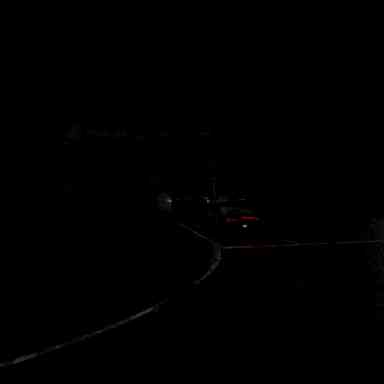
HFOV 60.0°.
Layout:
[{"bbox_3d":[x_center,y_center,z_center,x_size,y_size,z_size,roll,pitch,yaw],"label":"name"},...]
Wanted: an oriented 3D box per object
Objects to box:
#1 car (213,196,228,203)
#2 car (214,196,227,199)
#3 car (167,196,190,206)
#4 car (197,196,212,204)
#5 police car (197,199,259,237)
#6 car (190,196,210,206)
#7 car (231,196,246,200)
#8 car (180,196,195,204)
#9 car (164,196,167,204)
[{"bbox_3d":[5.851,1.526,68.007,1.812,1.442,4.674,0,0,-12],"label":"car"},{"bbox_3d":[4.534,1.601,57.263,1.895,1.301,4.718,0,0,-12],"label":"car"},{"bbox_3d":[-2.286,1.492,55.678,2.128,1.511,4.902,0,0,-12],"label":"car"},{"bbox_3d":[2.426,1.505,67.287,1.837,1.490,4.892,0,0,-12],"label":"car"},{"bbox_3d":[1.978,1.425,18.393,1.930,1.638,5.238,0,0,-12],"label":"police car"},{"bbox_3d":[1.155,1.547,56.326,2.033,1.411,5.357,0,0,-12],"label":"car"},{"bbox_3d":[7.965,1.491,57.956,2.128,1.511,4.902,0,0,-12],"label":"car"},{"bbox_3d":[-0.999,1.547,66.567,2.033,1.411,5.357,0,0,-12],"label":"car"},{"bbox_3d":[-4.425,1.492,65.847,2.128,1.511,4.902,0,0,-12],"label":"car"}]
